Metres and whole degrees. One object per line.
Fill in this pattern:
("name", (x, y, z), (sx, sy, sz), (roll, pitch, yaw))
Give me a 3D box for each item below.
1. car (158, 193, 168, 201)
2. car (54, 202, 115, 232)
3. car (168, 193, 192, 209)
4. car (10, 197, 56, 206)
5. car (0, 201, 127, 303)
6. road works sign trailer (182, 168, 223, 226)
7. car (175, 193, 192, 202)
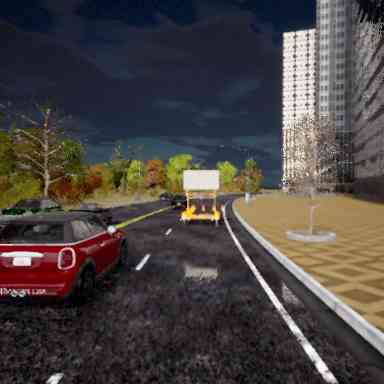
("car", (-4.777, 0.910, 60.630), (1.837, 1.490, 4.892), (0, 1, 10))
("car", (-6.044, 1.361, 19.329), (1.994, 1.385, 4.181), (0, 1, 3))
("car", (-1.144, 1.116, 38.060), (1.882, 1.535, 5.008), (0, 1, 6))
("car", (-9.293, 1.137, 19.379), (2.097, 1.767, 4.553), (0, 1, 3))
("car", (-3.033, 1.263, 8.163), (2.097, 1.767, 4.553), (0, 0, 1))
("road works sign trailer", (0.617, 0.263, 21.678), (2.380, 3.560, 2.880), (0, 1, 4))
("car", (-1.560, 0.921, 60.171), (2.128, 1.511, 4.902), (0, 1, 10))
